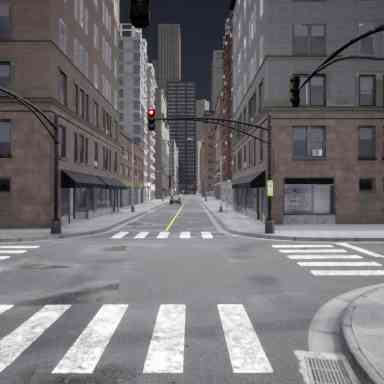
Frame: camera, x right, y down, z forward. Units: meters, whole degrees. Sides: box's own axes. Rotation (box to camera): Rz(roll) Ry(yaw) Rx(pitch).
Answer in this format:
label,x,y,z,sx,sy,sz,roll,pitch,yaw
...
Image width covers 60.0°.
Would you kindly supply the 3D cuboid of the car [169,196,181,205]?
label,x,y,z,sx,sy,sz,roll,pitch,yaw
car,-2.979,1.457,59.658,1.882,1.535,5.008,0,0,0
